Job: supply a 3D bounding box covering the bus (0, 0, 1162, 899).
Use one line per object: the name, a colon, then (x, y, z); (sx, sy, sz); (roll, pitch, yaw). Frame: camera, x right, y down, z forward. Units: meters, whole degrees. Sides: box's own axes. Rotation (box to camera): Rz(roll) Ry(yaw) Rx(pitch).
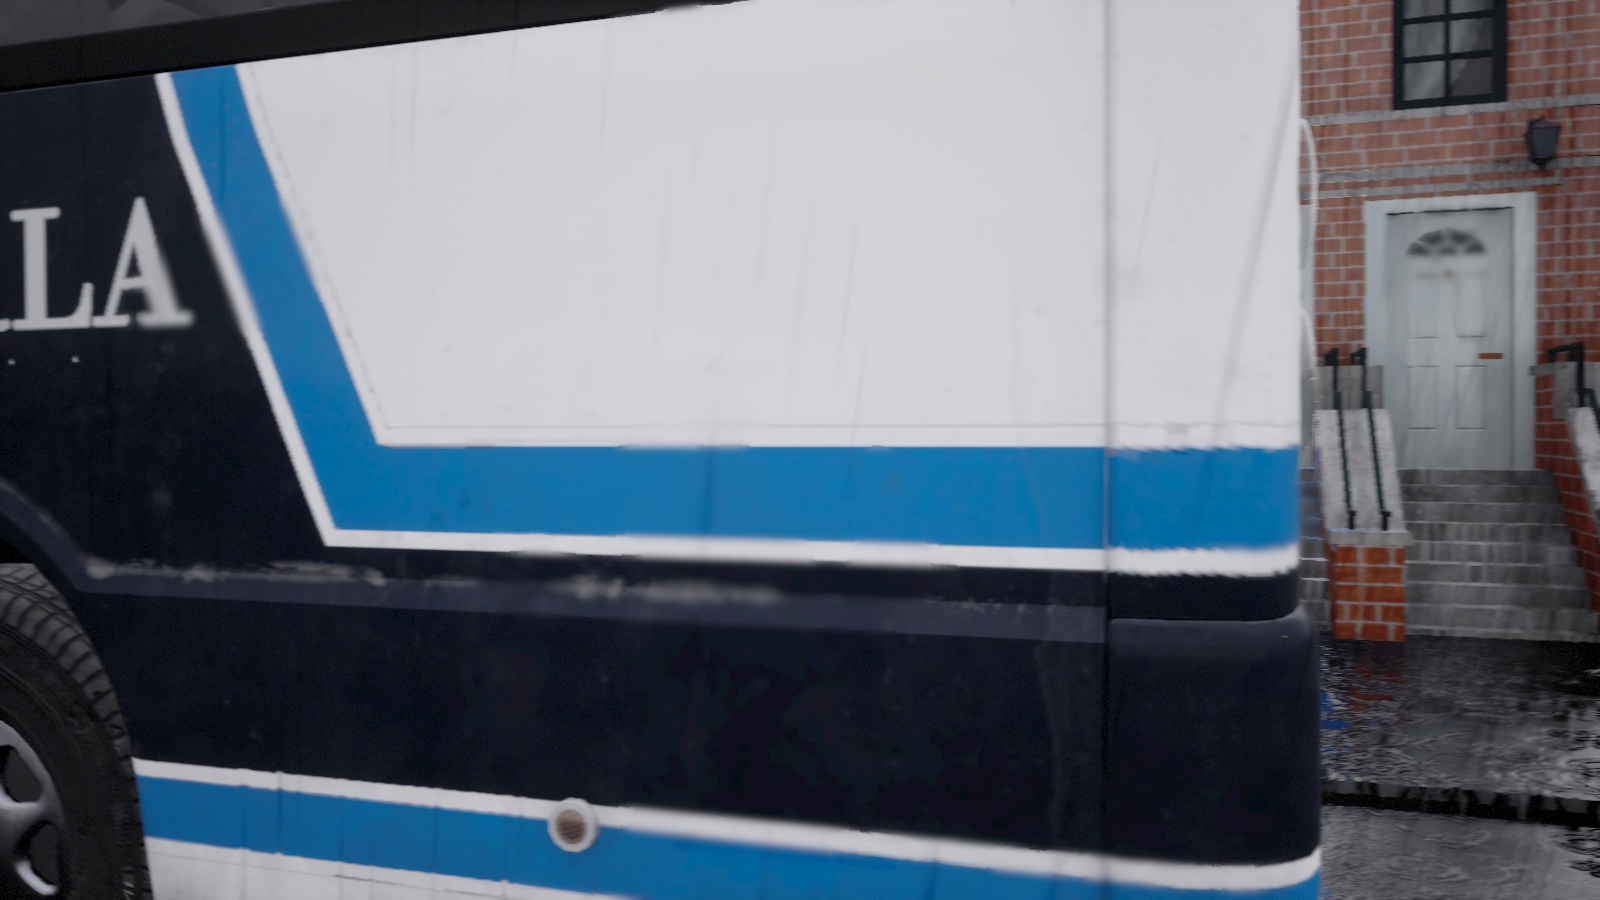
bus: (-3.989, -0.646, 5.044); (10.273, 4.253, 3.944); (1, 1, 19)
